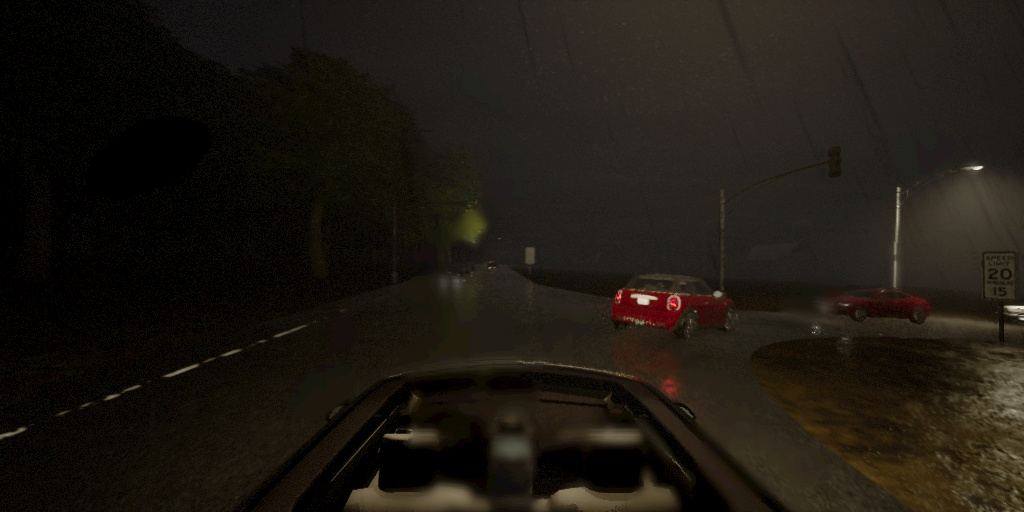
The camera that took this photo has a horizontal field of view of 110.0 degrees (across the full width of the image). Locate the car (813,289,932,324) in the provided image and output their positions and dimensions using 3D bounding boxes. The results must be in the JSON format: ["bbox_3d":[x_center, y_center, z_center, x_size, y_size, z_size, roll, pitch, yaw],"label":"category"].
[{"bbox_3d":[16.745,2.248,16.703,4.674,1.442,1.812,3,-1,-4],"label":"car"}]

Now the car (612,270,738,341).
[{"bbox_3d":[5.077,1.377,10.945,4.553,1.767,2.097,5,-3,-41],"label":"car"}]

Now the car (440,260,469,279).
[{"bbox_3d":[-5.371,1.354,33.107,1.994,1.385,4.181,1,0,-3],"label":"car"}]

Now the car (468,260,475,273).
[{"bbox_3d":[-5.852,1.372,42.507,2.033,1.411,5.357,1,0,-2],"label":"car"}]

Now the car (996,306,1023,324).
[{"bbox_3d":[26.602,2.796,17.252,4.718,1.301,1.895,3,-1,-3],"label":"car"}]
